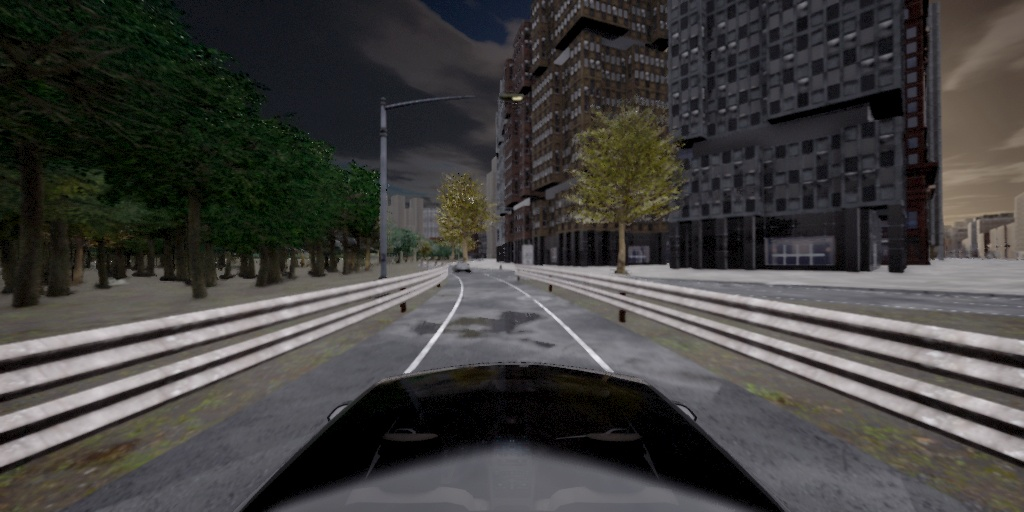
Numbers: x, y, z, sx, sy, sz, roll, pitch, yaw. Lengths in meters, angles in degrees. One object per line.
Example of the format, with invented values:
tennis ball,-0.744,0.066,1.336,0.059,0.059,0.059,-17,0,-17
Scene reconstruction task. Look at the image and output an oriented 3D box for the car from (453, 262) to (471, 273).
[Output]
car,-6.860,1.555,48.668,1.994,1.385,4.181,0,0,-16
